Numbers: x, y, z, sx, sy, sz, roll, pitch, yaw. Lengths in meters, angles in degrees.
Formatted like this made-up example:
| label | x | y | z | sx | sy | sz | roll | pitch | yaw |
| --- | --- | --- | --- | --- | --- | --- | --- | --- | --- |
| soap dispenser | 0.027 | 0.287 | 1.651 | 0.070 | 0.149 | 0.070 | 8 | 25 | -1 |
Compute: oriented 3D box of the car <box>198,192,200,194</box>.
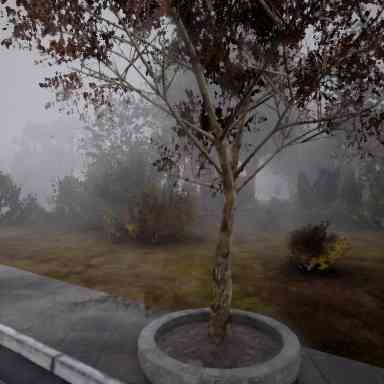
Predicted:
| label | x | y | z | sx | sy | sz | roll | pitch | yaw |
| --- | --- | --- | --- | --- | --- | --- | --- | --- | --- |
| car | 0.903 | 0.971 | 60.271 | 2.150 | 2.045 | 5.566 | 1 | 0 | 32 |
